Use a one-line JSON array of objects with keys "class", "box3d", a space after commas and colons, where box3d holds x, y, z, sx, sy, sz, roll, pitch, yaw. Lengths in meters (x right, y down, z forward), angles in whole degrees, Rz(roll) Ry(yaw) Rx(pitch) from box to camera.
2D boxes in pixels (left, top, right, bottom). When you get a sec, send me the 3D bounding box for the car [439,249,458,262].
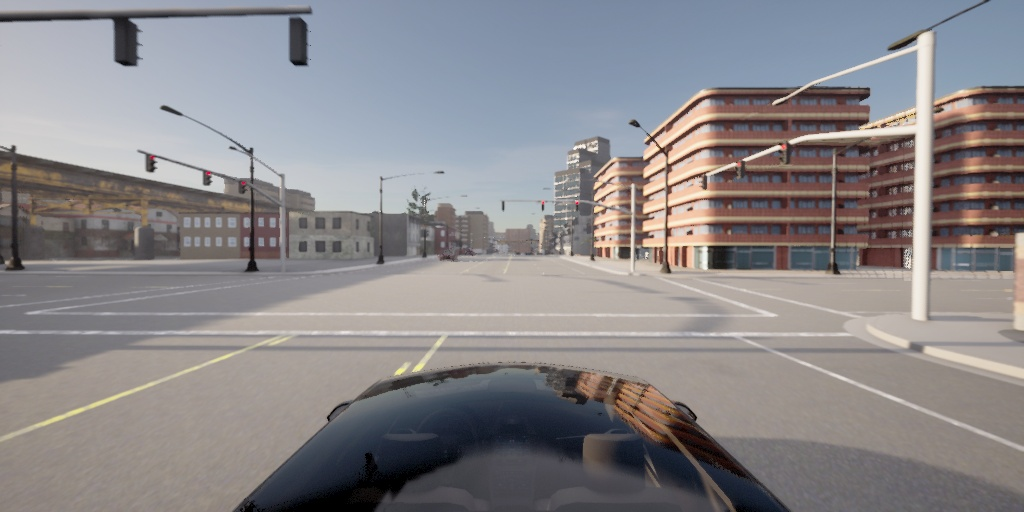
[{"class": "car", "box3d": [-9.282, -0.113, 52.577, 2.097, 1.767, 4.553, 0, 1, 1]}]
